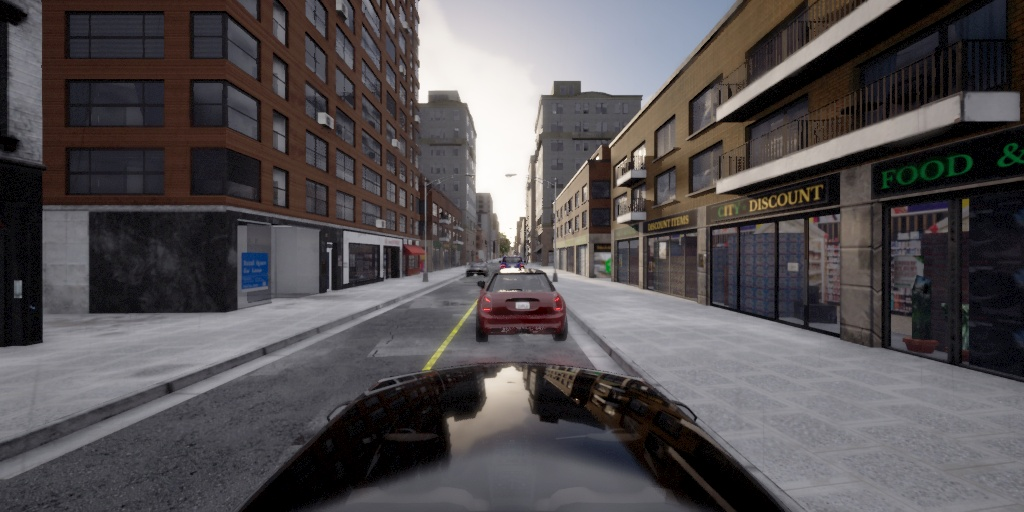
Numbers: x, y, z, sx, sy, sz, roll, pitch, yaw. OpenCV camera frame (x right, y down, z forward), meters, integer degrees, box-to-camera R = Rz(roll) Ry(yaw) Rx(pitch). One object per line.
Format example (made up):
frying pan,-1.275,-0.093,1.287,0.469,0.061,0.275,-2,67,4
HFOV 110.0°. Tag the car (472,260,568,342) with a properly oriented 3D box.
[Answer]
car,0.115,1.102,9.958,2.097,1.767,4.553,0,0,-3

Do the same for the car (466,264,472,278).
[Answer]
car,-3.166,1.355,33.307,1.895,1.301,4.718,0,0,0

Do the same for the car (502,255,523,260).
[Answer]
car,0.038,0.975,31.104,2.150,2.045,5.566,0,0,0
